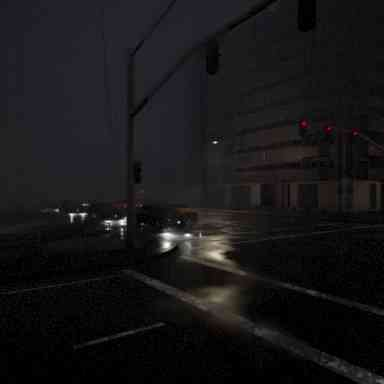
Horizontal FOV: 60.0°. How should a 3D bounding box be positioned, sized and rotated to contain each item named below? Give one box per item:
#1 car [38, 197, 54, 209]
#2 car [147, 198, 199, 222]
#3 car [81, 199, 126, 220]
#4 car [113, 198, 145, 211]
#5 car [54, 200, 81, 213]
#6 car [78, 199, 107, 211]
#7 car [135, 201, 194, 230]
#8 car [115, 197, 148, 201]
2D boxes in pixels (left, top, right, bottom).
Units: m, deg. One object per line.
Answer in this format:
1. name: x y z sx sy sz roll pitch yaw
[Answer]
1. car: -20.848 1.533 48.114 1.882 1.535 5.008 0 1 -35
2. car: -1.419 1.533 26.702 1.882 1.535 5.008 0 0 -35
3. car: -7.831 1.603 29.682 2.033 1.411 5.357 0 0 -35
4. car: -8.056 1.547 42.429 2.128 1.511 4.902 0 0 -35
5. car: -13.886 1.603 38.224 2.033 1.411 5.357 0 0 -35
6. car: -12.875 1.603 42.845 2.033 1.411 5.357 0 0 -35
7. car: -2.190 1.560 21.743 1.837 1.490 4.892 0 0 -36
8. car: -6.792 1.407 34.265 2.097 1.767 4.553 0 0 -35
